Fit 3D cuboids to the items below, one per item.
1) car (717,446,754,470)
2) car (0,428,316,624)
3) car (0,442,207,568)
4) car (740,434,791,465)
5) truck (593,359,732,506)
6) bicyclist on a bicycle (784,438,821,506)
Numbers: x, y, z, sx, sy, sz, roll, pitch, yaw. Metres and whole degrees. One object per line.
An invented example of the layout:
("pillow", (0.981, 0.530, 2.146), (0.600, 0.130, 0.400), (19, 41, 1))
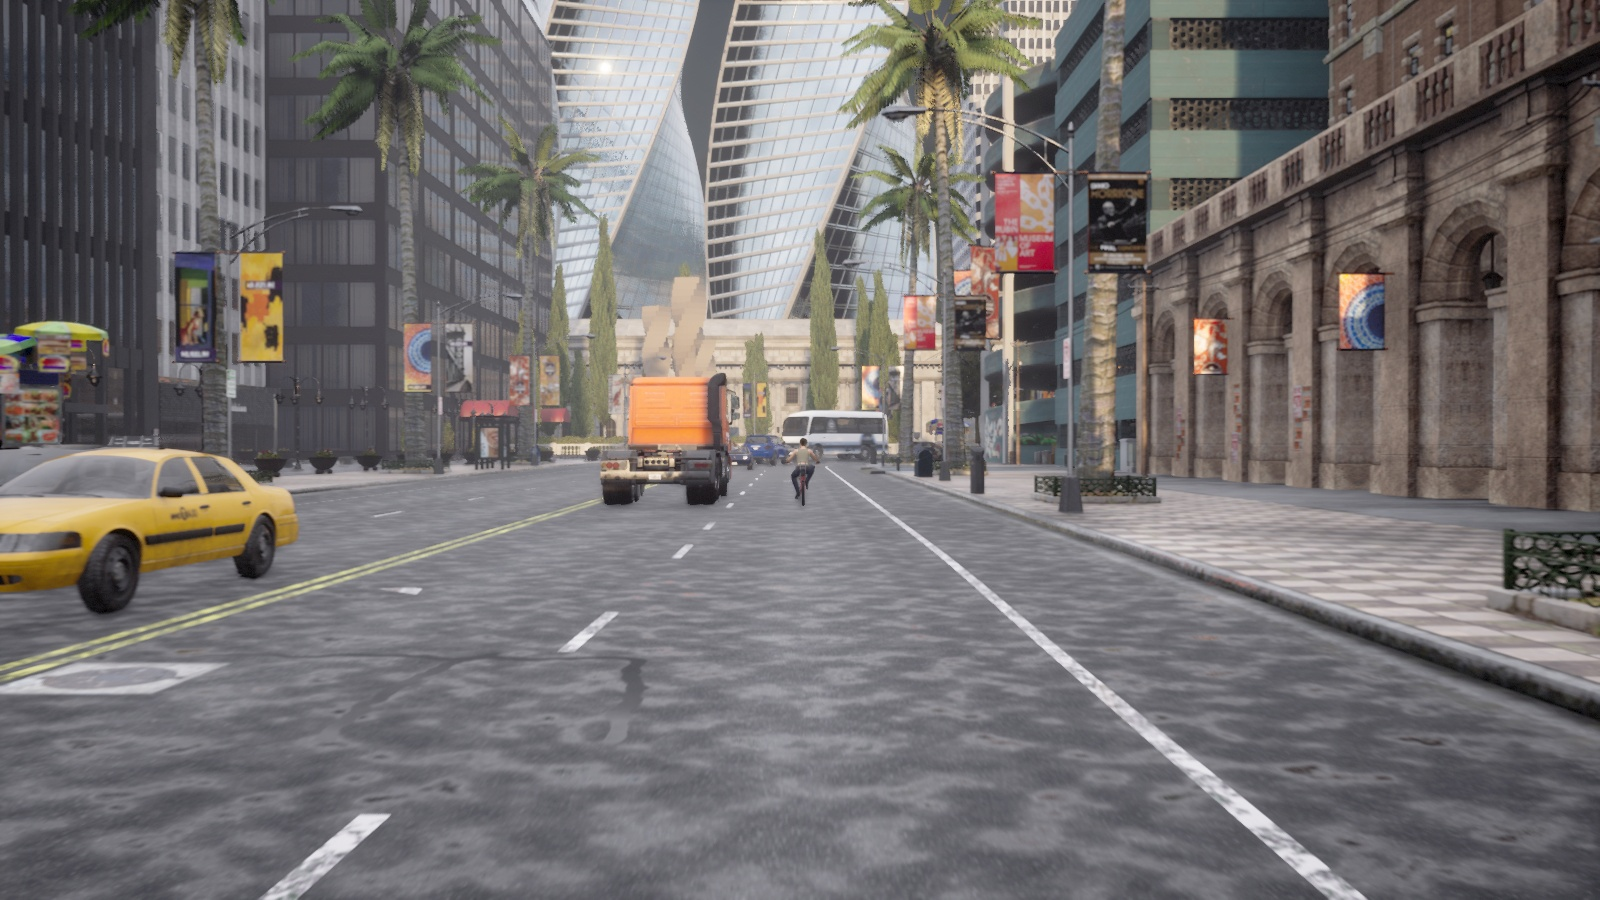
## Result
("car", (-3.641, 0.440, 71.711), (1.895, 1.301, 4.718), (0, 0, 0))
("car", (-6.890, 0.611, 12.821), (1.801, 1.575, 5.366), (0, 0, 0))
("car", (-10.373, 0.641, 17.276), (2.163, 1.488, 4.792), (0, 0, 0))
("car", (-2.325, -0.022, 86.144), (2.150, 2.045, 5.566), (0, 0, 13))
("truck", (-3.442, -0.427, 33.471), (2.891, 3.462, 7.936), (0, 0, 0))
("bicyclist on a bicycle", (0.068, 0.512, 30.317), (0.866, 1.612, 1.509), (0, 0, 0))
